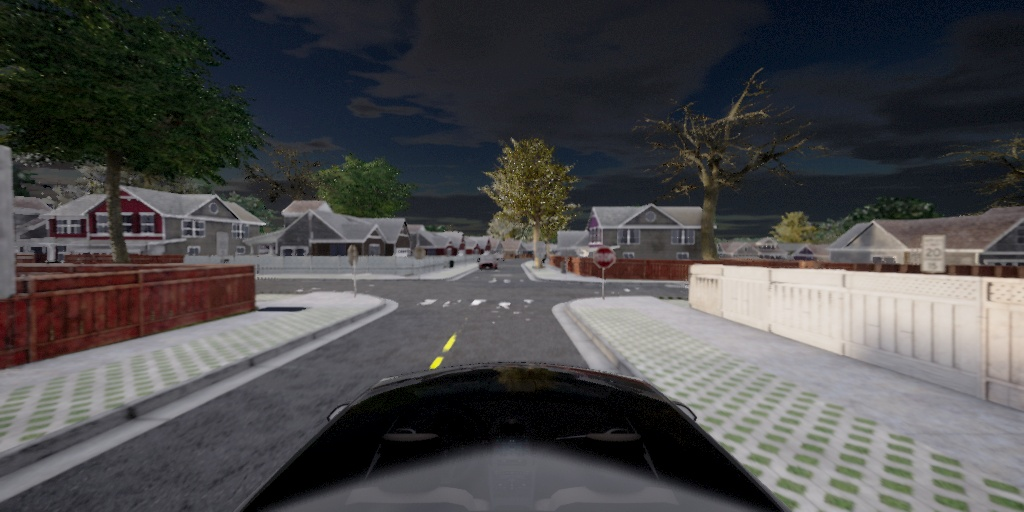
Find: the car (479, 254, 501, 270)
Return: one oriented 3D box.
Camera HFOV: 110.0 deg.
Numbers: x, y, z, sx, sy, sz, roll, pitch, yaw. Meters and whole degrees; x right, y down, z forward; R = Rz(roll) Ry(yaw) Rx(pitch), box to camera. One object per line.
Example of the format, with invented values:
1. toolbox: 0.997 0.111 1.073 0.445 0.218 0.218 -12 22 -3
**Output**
1. car: -2.741 0.720 42.418 2.097 1.767 4.553 0 0 0
